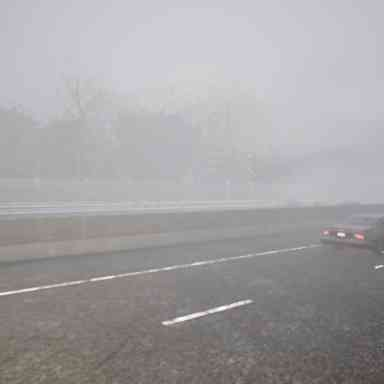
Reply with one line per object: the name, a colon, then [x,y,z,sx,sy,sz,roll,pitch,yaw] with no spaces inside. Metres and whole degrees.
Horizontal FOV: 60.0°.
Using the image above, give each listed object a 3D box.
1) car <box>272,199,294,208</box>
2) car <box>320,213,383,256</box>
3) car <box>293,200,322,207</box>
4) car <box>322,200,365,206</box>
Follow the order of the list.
car: [10.894,1.523,37.440,4.181,1.385,1.994,0,0,-36]
car: [7.351,1.566,13.287,5.357,1.411,2.033,0,0,-36]
car: [12.927,1.638,34.591,4.181,1.385,1.994,0,0,-36]
car: [14.906,1.580,31.703,4.892,1.490,1.837,0,0,-35]
